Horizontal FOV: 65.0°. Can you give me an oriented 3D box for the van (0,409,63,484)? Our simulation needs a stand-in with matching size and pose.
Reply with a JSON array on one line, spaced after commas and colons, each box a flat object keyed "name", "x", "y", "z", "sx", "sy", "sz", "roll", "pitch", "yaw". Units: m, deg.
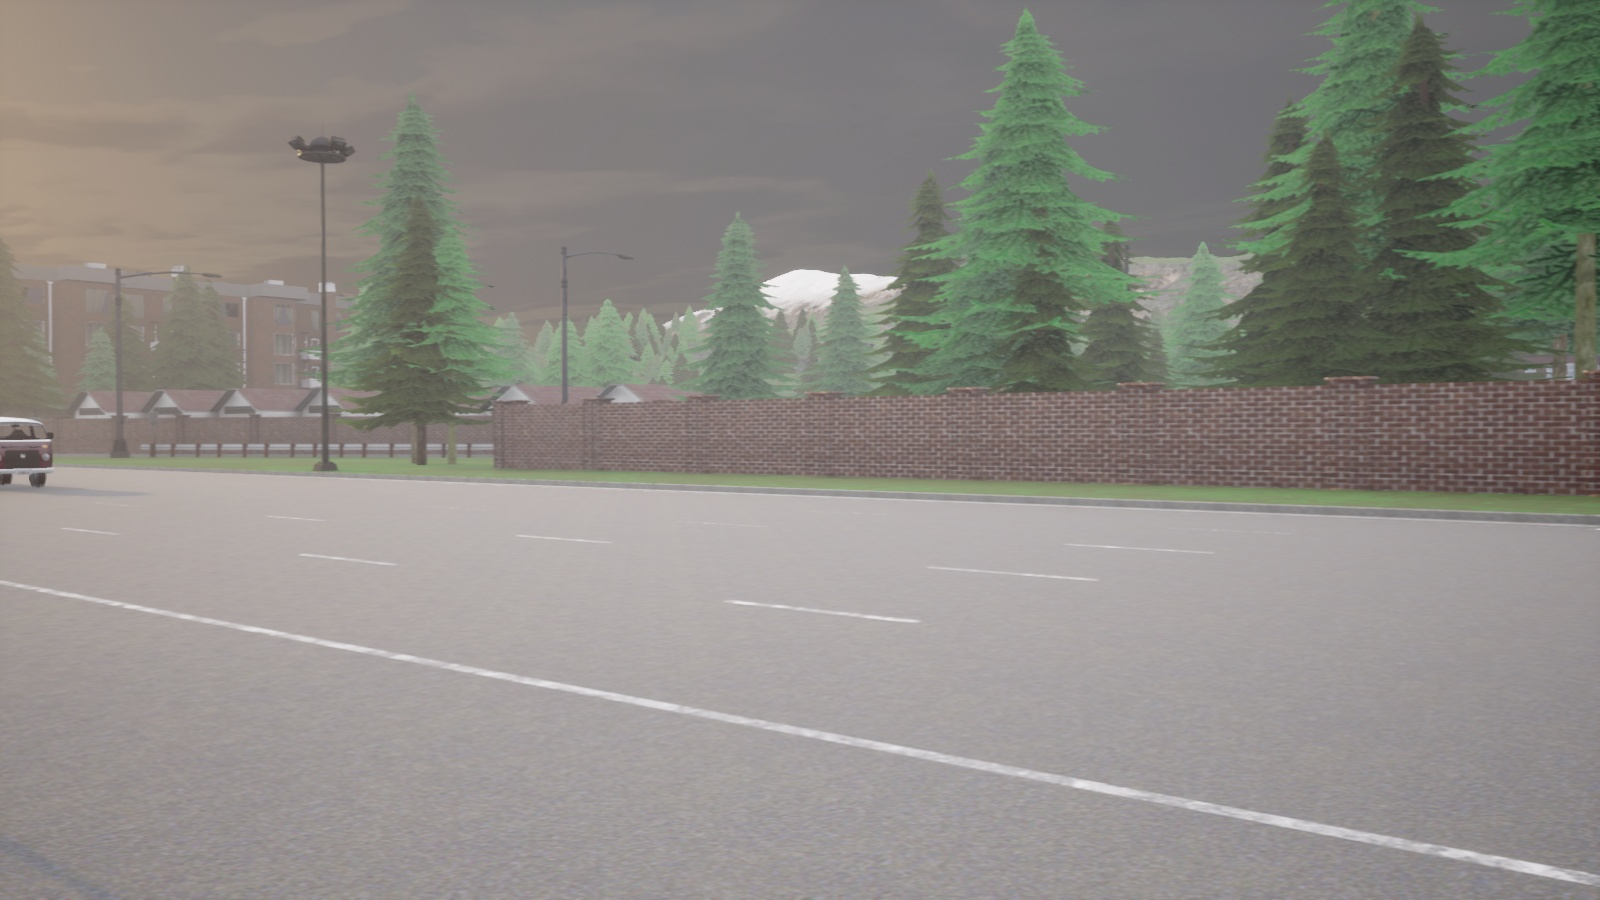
[{"name": "van", "x": -23.215, "y": -0.122, "z": 36.040, "sx": 4.480, "sy": 2.038, "sz": 2.069, "roll": 1, "pitch": 1, "yaw": 38}]
